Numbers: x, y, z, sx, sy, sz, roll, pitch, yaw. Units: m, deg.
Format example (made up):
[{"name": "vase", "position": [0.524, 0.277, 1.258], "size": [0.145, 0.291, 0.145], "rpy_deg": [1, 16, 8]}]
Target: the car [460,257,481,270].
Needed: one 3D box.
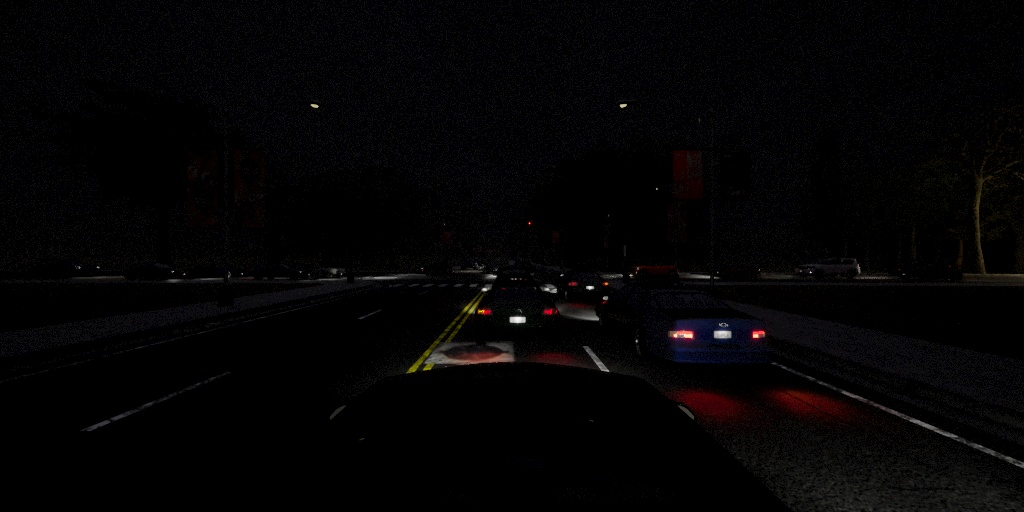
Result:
[{"name": "car", "position": [-6.567, 1.150, 55.418], "size": [2.150, 2.045, 5.566], "rpy_deg": [0, 0, 1]}]

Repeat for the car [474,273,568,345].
[{"name": "car", "position": [0.106, 1.320, 9.580], "size": [1.994, 1.385, 4.181], "rpy_deg": [0, 0, 0]}]

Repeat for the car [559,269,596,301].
[{"name": "car", "position": [3.356, 1.340, 17.475], "size": [1.994, 1.385, 4.181], "rpy_deg": [0, 0, 0]}]

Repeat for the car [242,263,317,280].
[{"name": "car", "position": [-19.390, 1.280, 30.067], "size": [4.674, 1.442, 1.812], "rpy_deg": [0, 0, -2]}]

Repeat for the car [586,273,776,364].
[{"name": "car", "position": [3.353, 1.303, 8.231], "size": [2.033, 1.411, 5.357], "rpy_deg": [0, 0, 0]}]

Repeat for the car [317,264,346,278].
[{"name": "car", "position": [-18.078, 1.365, 33.321], "size": [4.718, 1.301, 1.895], "rpy_deg": [0, 0, -1]}]

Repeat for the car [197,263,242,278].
[{"name": "car", "position": [-27.219, 1.332, 33.235], "size": [4.718, 1.301, 1.895], "rpy_deg": [0, 0, -1]}]

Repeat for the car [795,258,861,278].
[{"name": "car", "position": [32.674, 1.230, 37.135], "size": [5.566, 2.045, 2.150], "rpy_deg": [0, 0, 0]}]

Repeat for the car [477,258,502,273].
[{"name": "car", "position": [-2.350, 1.337, 42.096], "size": [2.128, 1.511, 4.902], "rpy_deg": [0, -1, -15]}]

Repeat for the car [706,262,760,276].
[{"name": "car", "position": [24.802, 1.475, 40.325], "size": [4.892, 1.490, 1.837], "rpy_deg": [0, 0, -1]}]

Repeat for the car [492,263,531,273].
[{"name": "car", "position": [0.098, 1.283, 18.486], "size": [1.837, 1.490, 4.892], "rpy_deg": [0, 0, 0]}]

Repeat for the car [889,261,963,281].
[{"name": "car", "position": [39.293, 1.537, 33.737], "size": [4.902, 1.511, 2.128], "rpy_deg": [0, 0, 0]}]

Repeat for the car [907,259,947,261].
[{"name": "car", "position": [45.924, 1.328, 40.434], "size": [5.566, 2.045, 2.150], "rpy_deg": [0, 0, 0]}]

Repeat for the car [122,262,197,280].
[{"name": "car", "position": [-29.714, 1.243, 29.961], "size": [4.674, 1.442, 1.812], "rpy_deg": [0, 0, -1]}]

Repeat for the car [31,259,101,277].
[{"name": "car", "position": [-41.081, 1.040, 33.115], "size": [4.553, 1.767, 2.097], "rpy_deg": [0, 0, 0]}]

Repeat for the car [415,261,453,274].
[{"name": "car", "position": [-9.085, 1.336, 42.169], "size": [1.837, 1.490, 4.892], "rpy_deg": [3, 0, 37]}]

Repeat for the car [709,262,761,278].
[{"name": "car", "position": [23.232, 1.521, 37.078], "size": [4.181, 1.385, 1.994], "rpy_deg": [0, 0, -2]}]

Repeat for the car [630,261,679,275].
[{"name": "car", "position": [14.598, 1.265, 36.984], "size": [4.553, 1.767, 2.097], "rpy_deg": [0, 0, -1]}]
